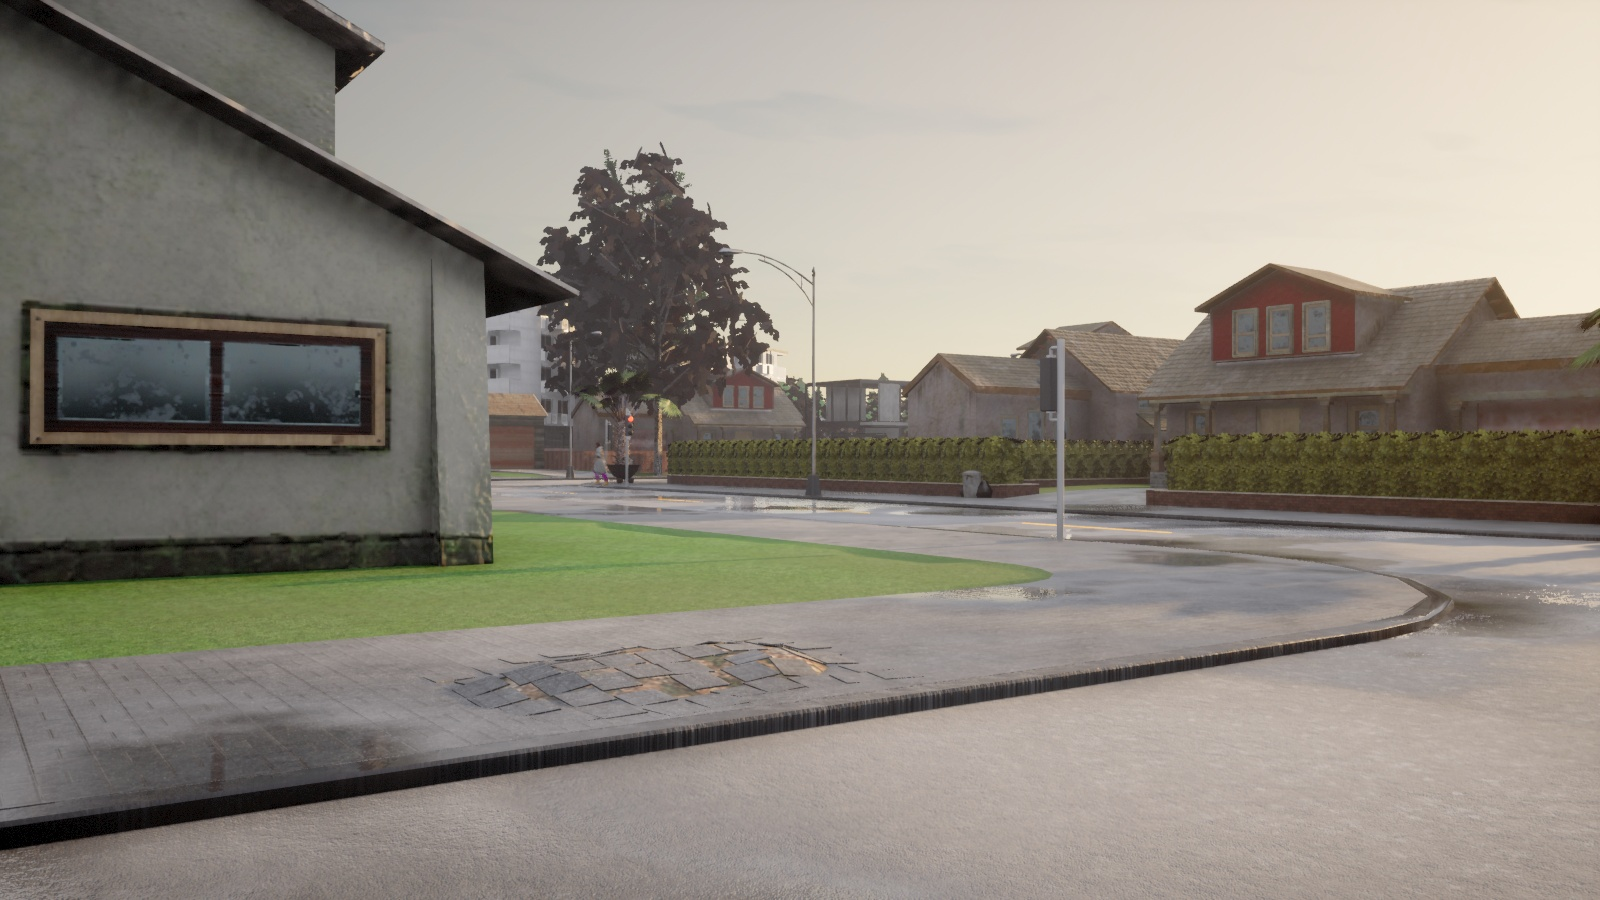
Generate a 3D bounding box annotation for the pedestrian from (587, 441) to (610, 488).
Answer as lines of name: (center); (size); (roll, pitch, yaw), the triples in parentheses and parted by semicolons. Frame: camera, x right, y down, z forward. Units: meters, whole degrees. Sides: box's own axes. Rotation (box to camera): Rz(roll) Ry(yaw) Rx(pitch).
pedestrian: (-8.475, 0.610, 52.820); (0.873, 1.952, 0.659); (0, 0, -13)
